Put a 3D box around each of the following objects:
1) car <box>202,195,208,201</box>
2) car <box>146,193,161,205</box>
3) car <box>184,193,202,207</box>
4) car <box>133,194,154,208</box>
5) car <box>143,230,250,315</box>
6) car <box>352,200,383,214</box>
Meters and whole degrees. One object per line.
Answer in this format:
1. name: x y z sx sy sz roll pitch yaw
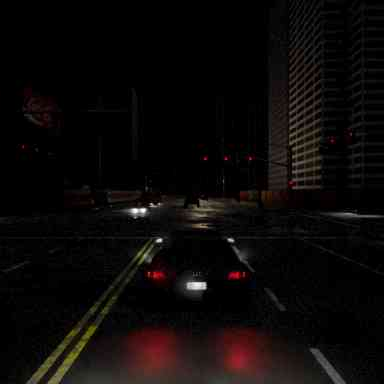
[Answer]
1. car: 3.250 1.525 87.500 2.128 1.511 4.902 0 0 0
2. car: -7.241 1.221 57.993 2.150 2.045 5.566 0 0 0
3. car: -0.005 1.221 50.871 2.150 2.045 5.566 0 0 0
4. car: -7.223 1.491 48.041 2.128 1.511 4.902 0 0 0
5. car: 0.075 1.564 7.661 1.994 1.385 4.181 0 0 0
6. car: 19.619 1.547 34.452 5.357 1.411 2.033 0 0 0
